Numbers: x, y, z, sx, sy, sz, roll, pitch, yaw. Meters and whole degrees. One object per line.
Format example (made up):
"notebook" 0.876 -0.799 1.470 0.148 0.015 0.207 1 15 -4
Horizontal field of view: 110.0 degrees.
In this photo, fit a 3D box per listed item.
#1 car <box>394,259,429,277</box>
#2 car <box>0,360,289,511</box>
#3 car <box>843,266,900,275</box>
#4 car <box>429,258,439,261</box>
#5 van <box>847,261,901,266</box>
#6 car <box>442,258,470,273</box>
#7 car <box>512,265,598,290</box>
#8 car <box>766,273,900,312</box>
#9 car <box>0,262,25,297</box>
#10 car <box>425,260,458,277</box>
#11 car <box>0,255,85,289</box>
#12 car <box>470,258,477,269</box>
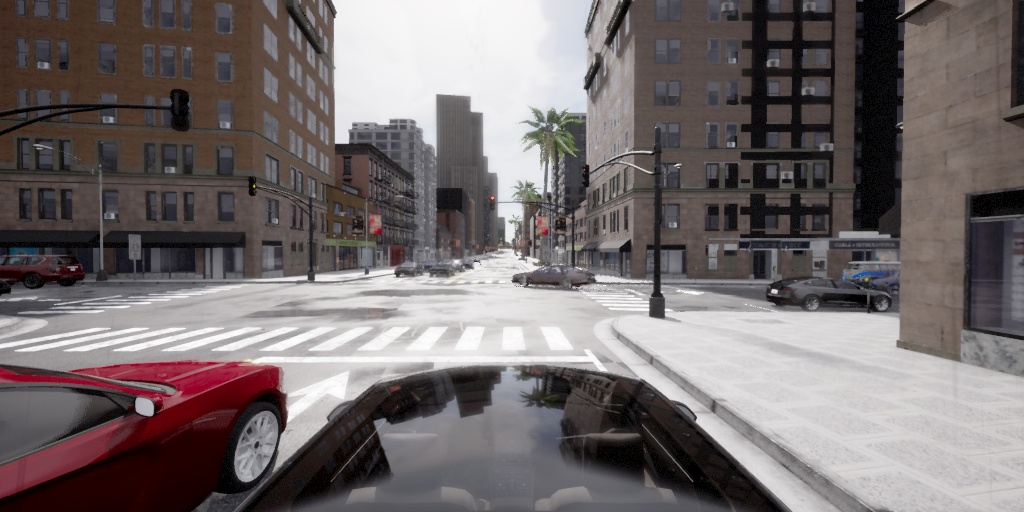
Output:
"car" -10.085 1.289 35.695 2.033 1.411 5.357 0 0 -1
"car" -3.144 1.228 1.516 1.882 1.535 5.008 0 0 1
"car" 22.256 1.482 20.708 5.357 1.411 2.033 0 1 0
"car" -10.152 1.090 45.226 2.097 1.767 4.553 0 0 0
"van" 23.850 1.251 23.288 3.998 1.789 1.690 0 0 0
"car" -6.894 1.230 44.565 2.128 1.511 4.902 0 0 0
"car" 2.625 1.290 22.650 5.357 1.411 2.033 0 0 33
"car" 12.869 1.513 14.747 4.313 1.339 1.948 0 0 0
"car" -24.028 1.126 14.627 4.892 1.490 1.837 1 1 -9
"car" -6.832 1.343 35.367 1.895 1.301 4.718 0 0 0
"car" -27.271 0.836 19.962 5.009 1.841 2.192 0 0 -9
"car" -6.956 1.081 54.408 2.097 1.767 4.553 0 0 0
